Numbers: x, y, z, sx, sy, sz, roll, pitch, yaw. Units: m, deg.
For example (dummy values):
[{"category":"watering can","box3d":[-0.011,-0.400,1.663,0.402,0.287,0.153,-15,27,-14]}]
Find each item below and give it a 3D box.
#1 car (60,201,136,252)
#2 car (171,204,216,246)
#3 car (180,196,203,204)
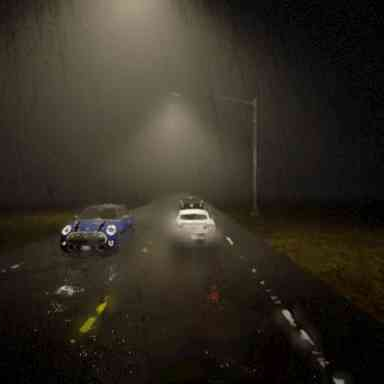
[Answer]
[{"category":"car","box3d":[-3.632,1.313,13.597,2.097,1.767,4.553,0,0,0]},{"category":"car","box3d":[0.059,1.480,14.829,1.812,1.442,4.674,0,0,0]},{"category":"car","box3d":[-0.051,1.211,31.131,2.097,1.767,4.553,0,0,-1]}]
